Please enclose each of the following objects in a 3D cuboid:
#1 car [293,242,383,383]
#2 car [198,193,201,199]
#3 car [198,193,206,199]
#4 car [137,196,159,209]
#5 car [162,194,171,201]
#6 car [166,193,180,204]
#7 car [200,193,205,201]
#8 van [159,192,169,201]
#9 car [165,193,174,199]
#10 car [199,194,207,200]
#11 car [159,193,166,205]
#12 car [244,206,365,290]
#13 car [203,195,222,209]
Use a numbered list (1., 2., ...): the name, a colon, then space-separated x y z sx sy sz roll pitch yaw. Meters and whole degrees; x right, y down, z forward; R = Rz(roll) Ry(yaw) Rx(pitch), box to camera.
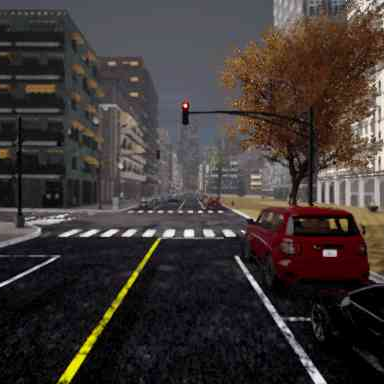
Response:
1. car: 2.691 1.547 3.352 1.947 1.339 4.313 0 0 0
2. car: 2.671 1.242 68.925 1.802 1.307 4.206 0 0 0
3. car: 2.664 1.115 91.057 1.887 1.381 4.507 0 0 0
4. car: -5.701 1.332 41.260 2.008 1.369 4.403 0 0 0
5. car: -5.711 1.217 74.456 1.802 1.307 4.206 0 0 0
6. car: -3.016 1.325 55.102 1.895 1.301 4.718 0 0 0
7. car: 2.676 1.256 52.498 1.752 1.417 4.829 0 0 0
8. van: -5.709 1.000 68.923 1.690 1.788 3.998 0 0 0
9. car: -5.714 1.031 85.521 1.967 1.590 4.097 0 0 0
10. car: 2.668 1.138 80.161 1.752 1.417 4.829 0 0 0
11. car: -5.704 1.281 52.326 2.008 1.369 4.403 0 0 0
12. car: 2.690 1.265 8.874 2.192 1.841 5.009 0 0 0
13. car: 2.679 1.327 41.263 1.887 1.381 4.507 0 0 0
